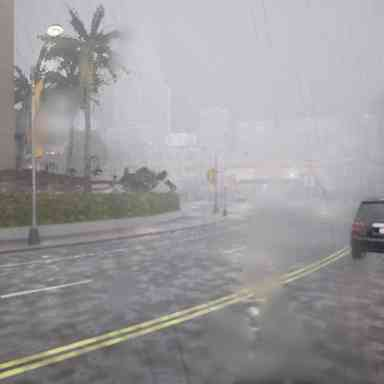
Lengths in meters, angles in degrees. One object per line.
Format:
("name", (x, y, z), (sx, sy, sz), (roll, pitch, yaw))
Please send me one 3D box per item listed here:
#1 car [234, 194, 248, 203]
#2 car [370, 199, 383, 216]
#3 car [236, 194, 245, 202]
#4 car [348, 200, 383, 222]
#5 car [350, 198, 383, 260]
("car", (11.518, 1.627, 77.156), (2.097, 1.535, 5.008), (0, 0, 7))
("car", (18.668, 1.446, 31.182), (2.128, 1.511, 4.902), (0, 0, 11))
("car", (12.239, 1.515, 83.542), (2.185, 1.767, 4.553), (0, 0, 7))
("car", (14.239, 1.466, 26.771), (2.128, 1.511, 4.902), (0, 0, 15))
("car", (7.171, 1.205, 11.681), (2.150, 2.045, 5.566), (0, 0, 37))
